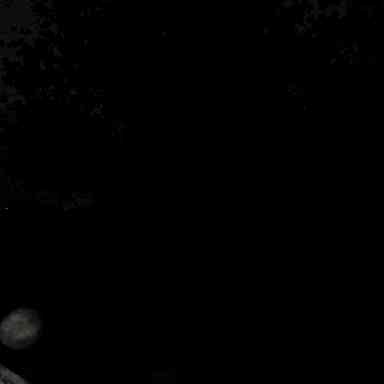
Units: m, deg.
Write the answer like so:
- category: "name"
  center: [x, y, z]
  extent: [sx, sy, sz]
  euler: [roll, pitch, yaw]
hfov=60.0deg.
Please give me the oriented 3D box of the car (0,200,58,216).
- category: "car"
  center: [-15.180, 1.429, 31.431]
  extent: [2.033, 1.411, 5.357]
  euler: [0, 2, 22]
